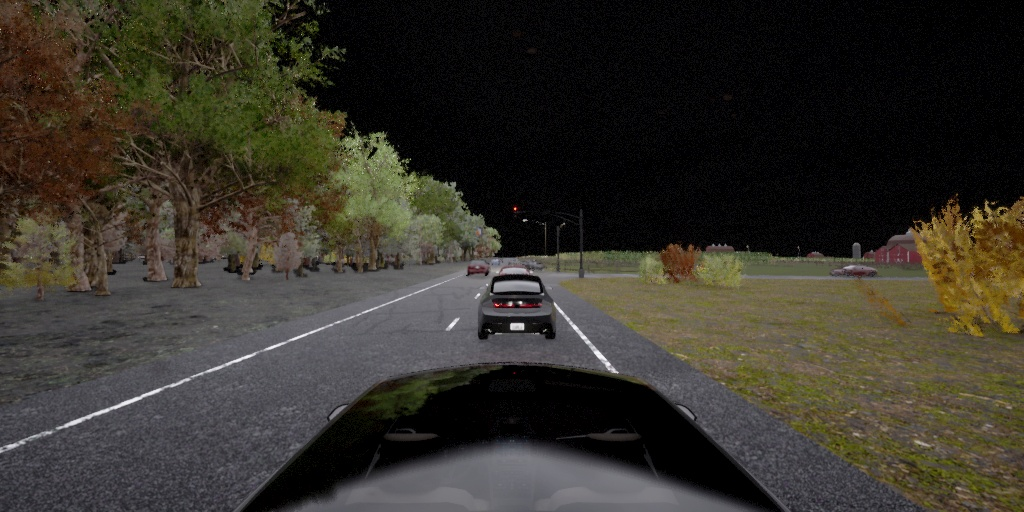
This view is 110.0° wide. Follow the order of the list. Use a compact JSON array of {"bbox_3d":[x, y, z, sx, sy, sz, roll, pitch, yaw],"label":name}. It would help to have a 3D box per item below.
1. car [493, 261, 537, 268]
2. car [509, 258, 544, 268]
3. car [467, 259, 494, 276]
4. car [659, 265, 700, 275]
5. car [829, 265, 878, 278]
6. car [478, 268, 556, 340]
[{"bbox_3d":[0.128,1.232,19.413,1.882,1.535,5.008,0,0,0],"label":"car"},{"bbox_3d":[2.261,1.262,48.241,2.128,1.511,4.902,-1,1,-36],"label":"car"},{"bbox_3d":[-3.351,1.109,37.015,2.097,1.767,4.553,0,0,0],"label":"car"},{"bbox_3d":[19.622,1.513,42.111,4.902,1.511,2.128,1,-1,0],"label":"car"},{"bbox_3d":[39.959,1.770,41.980,4.674,1.442,1.812,1,-1,0],"label":"car"},{"bbox_3d":[0.112,1.257,10.049,1.837,1.490,4.892,0,0,0],"label":"car"}]
